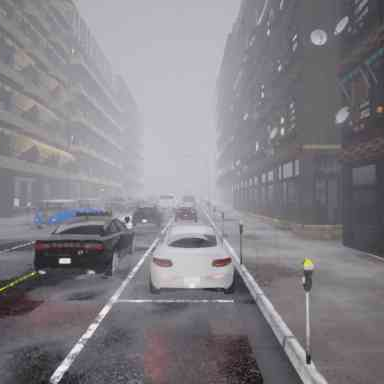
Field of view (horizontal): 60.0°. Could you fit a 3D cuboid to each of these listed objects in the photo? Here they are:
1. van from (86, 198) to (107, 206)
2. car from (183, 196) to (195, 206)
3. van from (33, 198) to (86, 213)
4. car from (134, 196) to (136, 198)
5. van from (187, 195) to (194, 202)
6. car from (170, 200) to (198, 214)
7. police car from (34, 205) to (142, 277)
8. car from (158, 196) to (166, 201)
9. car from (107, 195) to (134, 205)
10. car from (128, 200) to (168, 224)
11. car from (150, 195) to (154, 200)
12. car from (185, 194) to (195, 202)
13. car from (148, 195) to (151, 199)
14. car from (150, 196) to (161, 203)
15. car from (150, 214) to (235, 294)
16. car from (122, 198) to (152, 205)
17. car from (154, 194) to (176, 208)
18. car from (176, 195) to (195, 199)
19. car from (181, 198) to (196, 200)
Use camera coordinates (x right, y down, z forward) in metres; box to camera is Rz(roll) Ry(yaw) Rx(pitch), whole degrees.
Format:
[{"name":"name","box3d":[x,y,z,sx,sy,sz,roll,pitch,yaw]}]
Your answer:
[{"name":"van","box3d":[-8.313,1.368,26.285,1.690,1.788,3.998,1,0,0]},{"name":"car","box3d":[-0.471,1.553,59.411,1.967,1.590,4.097,1,0,0]},{"name":"van","box3d":[-8.311,1.359,20.753,1.690,1.788,3.998,2,0,0]},{"name":"car","box3d":[-8.312,1.379,42.876,2.192,1.841,5.009,1,0,0]},{"name":"van","box3d":[-0.471,1.575,87.068,1.690,1.788,3.998,1,0,0]},{"name":"car","box3d":[-0.437,1.572,26.224,1.887,1.381,4.507,1,0,0]},{"name":"police car","box3d":[-3.020,1.432,10.460,1.930,1.638,5.238,0,0,0]},{"name":"car","box3d":[-8.323,1.847,92.652,1.802,1.307,4.206,1,0,0]},{"name":"car","box3d":[-8.312,1.365,37.346,2.192,1.841,5.009,1,0,0]},{"name":"car","box3d":[-2.950,1.527,23.089,1.837,1.490,4.892,0,0,0]},{"name":"car","box3d":[-8.315,1.471,70.528,2.192,1.841,5.009,1,0,0]},{"name":"car","box3d":[-0.470,1.521,81.536,2.192,1.841,5.009,1,0,0]},{"name":"car","box3d":[-8.319,1.660,53.938,1.947,1.339,4.313,1,0,0]},{"name":"car","box3d":[-8.321,1.725,76.059,1.887,1.381,4.507,1,0,0]},{"name":"car","box3d":[0.003,1.531,8.653,1.812,1.442,4.674,0,0,0]},{"name":"car","box3d":[-5.855,1.647,35.710,1.895,1.301,4.718,0,0,0]},{"name":"car","box3d":[-2.937,1.279,40.906,2.150,2.045,5.566,0,0,0]},{"name":"car","box3d":[-0.427,1.490,37.286,1.967,1.590,4.097,1,0,0]},{"name":"car","box3d":[-0.437,1.582,31.754,1.887,1.381,4.507,1,0,0]}]
